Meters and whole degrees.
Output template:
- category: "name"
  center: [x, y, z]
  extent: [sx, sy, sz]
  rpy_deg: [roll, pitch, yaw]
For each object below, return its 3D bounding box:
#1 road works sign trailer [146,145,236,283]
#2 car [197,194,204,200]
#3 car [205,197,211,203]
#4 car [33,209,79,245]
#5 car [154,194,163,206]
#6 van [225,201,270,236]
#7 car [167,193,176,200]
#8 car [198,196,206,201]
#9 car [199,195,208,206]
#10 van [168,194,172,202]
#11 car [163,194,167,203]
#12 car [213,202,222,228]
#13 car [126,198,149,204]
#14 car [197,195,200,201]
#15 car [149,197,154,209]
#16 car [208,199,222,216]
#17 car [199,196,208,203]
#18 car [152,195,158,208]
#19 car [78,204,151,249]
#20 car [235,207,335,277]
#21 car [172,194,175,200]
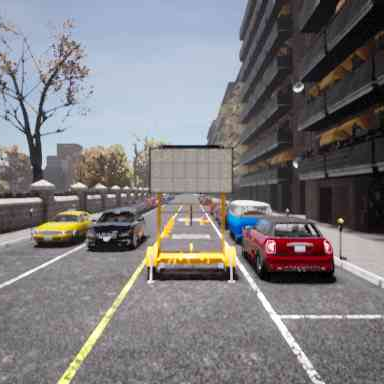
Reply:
- category: "road works sign trailer"
  center: [-0.021, 0.457, 9.612]
  extent: [2.380, 3.560, 2.880]
  rpy_deg: [0, 0, 0]
- category: "car"
  center: [2.484, 1.457, 94.622]
  extent: [1.967, 1.590, 4.097]
  rpy_deg: [0, 0, 0]
- category: "car"
  center: [2.620, 1.522, 32.691]
  extent: [1.887, 1.381, 4.507]
  rpy_deg: [0, 0, 0]
- category: "car"
  center: [-5.723, 1.514, 15.612]
  extent: [1.752, 1.417, 4.829]
  rpy_deg: [0, 0, 0]
- category: "car"
  center: [-5.797, 1.416, 49.561]
  extent: [1.967, 1.590, 4.097]
  rpy_deg: [0, 0, 0]
- category: "van"
  center: [2.657, 1.330, 15.800]
  extent: [1.690, 1.788, 3.998]
  rpy_deg: [0, 0, 0]
- category: "car"
  center: [-5.896, 1.332, 94.604]
  extent: [2.192, 1.841, 5.009]
  rpy_deg: [0, 0, 0]
- category: "car"
  center: [2.509, 1.569, 83.363]
  extent: [1.947, 1.339, 4.313]
  rpy_deg: [0, 0, 0]
- category: "car"
  center: [2.570, 1.562, 55.210]
  extent: [1.802, 1.307, 4.206]
  rpy_deg: [0, 0, 0]
- category: "van"
  center: [-5.847, 1.335, 72.084]
  extent: [1.690, 1.788, 3.998]
  rpy_deg: [0, 0, 0]
- category: "car"
  center: [-5.810, 1.295, 55.192]
  extent: [2.192, 1.841, 5.009]
  rpy_deg: [0, 0, 0]
- category: "car"
  center: [2.645, 1.551, 21.430]
  extent: [1.947, 1.339, 4.313]
  rpy_deg: [0, 0, 0]
- category: "car"
  center: [-5.760, 1.544, 32.674]
  extent: [1.947, 1.339, 4.313]
  rpy_deg: [0, 0, 0]
- category: "car"
  center: [2.546, 1.429, 66.471]
  extent: [1.967, 1.590, 4.097]
  rpy_deg: [0, 0, 0]
- category: "car"
  center: [-5.773, 1.556, 38.304]
  extent: [1.802, 1.307, 4.206]
  rpy_deg: [0, 0, 0]
- category: "car"
  center: [2.632, 1.532, 27.061]
  extent: [2.008, 1.369, 4.403]
  rpy_deg: [0, 0, 0]
- category: "car"
  center: [2.533, 1.575, 72.102]
  extent: [1.802, 1.307, 4.206]
  rpy_deg: [0, 0, 0]
- category: "car"
  center: [-5.785, 1.517, 43.933]
  extent: [1.887, 1.381, 4.507]
  rpy_deg: [0, 0, 0]
- category: "car"
  center: [-3.131, 1.494, 14.542]
  extent: [1.837, 1.490, 4.892]
  rpy_deg: [0, 0, 0]
- category: "car"
  center: [2.669, 1.433, 10.169]
  extent: [1.967, 1.590, 4.097]
  rpy_deg: [0, 0, 0]
- category: "car"
  center: [-5.872, 1.569, 83.344]
  extent: [1.947, 1.339, 4.313]
  rpy_deg: [0, 0, 0]
